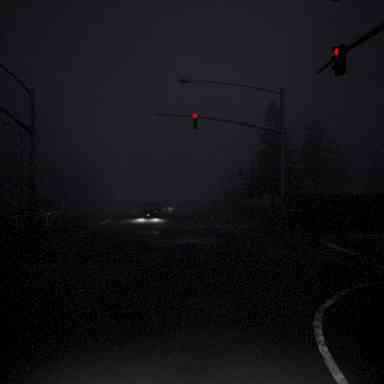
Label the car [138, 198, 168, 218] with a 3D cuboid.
[{"bbox_3d":[-3.684,1.547,30.582,2.033,1.411,5.357,0,0,0],"label":"car"}]

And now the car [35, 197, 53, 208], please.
[{"bbox_3d":[-20.633,1.384,45.611,1.970,1.475,3.806,0,0,0],"label":"car"}]

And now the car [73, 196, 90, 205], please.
[{"bbox_3d":[-17.600,1.374,53.010,1.845,1.501,3.633,0,0,0],"label":"car"}]

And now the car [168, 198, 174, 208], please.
[{"bbox_3d":[-3.699,1.547,48.902,2.033,1.411,5.357,0,0,0],"label":"car"}]

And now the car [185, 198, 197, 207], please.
[{"bbox_3d":[-0.139,1.601,51.236,1.895,1.301,4.718,0,0,0],"label":"car"}]
